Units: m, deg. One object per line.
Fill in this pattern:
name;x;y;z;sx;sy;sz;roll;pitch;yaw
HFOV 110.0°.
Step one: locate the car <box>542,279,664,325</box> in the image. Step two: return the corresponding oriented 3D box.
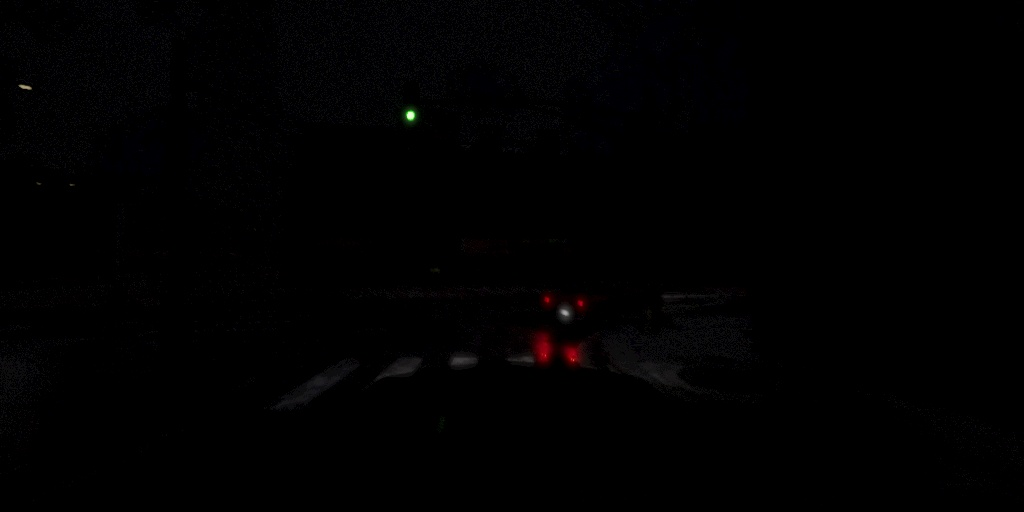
car;3.285;1.426;12.260;4.718;1.301;1.895;0;-1;-41
